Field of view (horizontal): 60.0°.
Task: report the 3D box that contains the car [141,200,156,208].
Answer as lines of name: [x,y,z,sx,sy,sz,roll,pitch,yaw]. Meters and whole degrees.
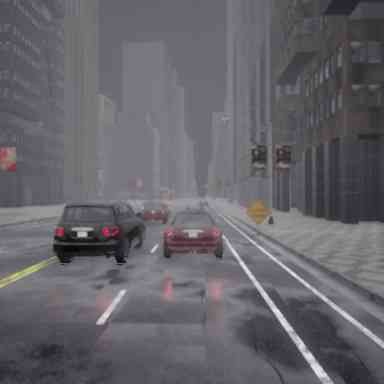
car: [-8.566,2.282,65.859,2.033,1.411,5.357,0,-1,2]

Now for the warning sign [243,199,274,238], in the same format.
warning sign: [3.293,1.287,16.558,1.300,1.860,1.060,0,-1,1]

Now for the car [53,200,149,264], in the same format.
car: [-3.198,1.354,12.484,2.150,2.045,5.566,0,0,1]

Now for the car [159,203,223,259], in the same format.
car: [0.069,1.489,13.312,2.097,1.767,4.553,0,-1,1]

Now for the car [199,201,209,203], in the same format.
car: [0.241,1.794,28.350,2.128,1.511,4.902,0,0,1]

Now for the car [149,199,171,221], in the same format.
car: [-3.009,1.652,28.318,2.097,1.767,4.553,0,-1,1]

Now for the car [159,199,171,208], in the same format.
car: [-5.321,2.213,65.742,1.882,1.535,5.008,0,-1,2]
